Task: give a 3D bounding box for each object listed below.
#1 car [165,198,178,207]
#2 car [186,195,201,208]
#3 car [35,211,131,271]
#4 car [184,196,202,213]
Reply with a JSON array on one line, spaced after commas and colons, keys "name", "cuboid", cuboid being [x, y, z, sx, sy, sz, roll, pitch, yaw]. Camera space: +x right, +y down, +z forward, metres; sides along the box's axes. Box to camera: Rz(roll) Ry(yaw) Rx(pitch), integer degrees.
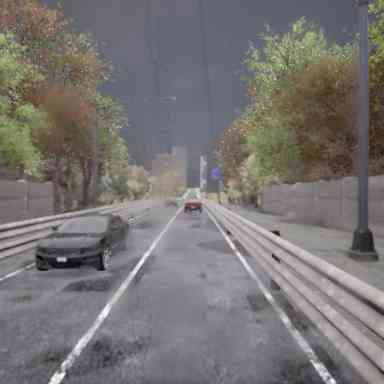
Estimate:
[{"name": "car", "cuboid": [-3.146, 1.614, 51.355, 2.033, 1.411, 5.357, 0, -1, 1]}, {"name": "car", "cuboid": [0.178, 1.393, 48.346, 2.097, 1.767, 4.553, 0, -1, 0]}, {"name": "car", "cuboid": [-3.316, 1.446, 10.984, 1.882, 1.535, 5.008, 0, 0, 0]}, {"name": "car", "cuboid": [0.126, 1.443, 36.968, 1.882, 1.535, 5.008, 0, 0, 0]}]
